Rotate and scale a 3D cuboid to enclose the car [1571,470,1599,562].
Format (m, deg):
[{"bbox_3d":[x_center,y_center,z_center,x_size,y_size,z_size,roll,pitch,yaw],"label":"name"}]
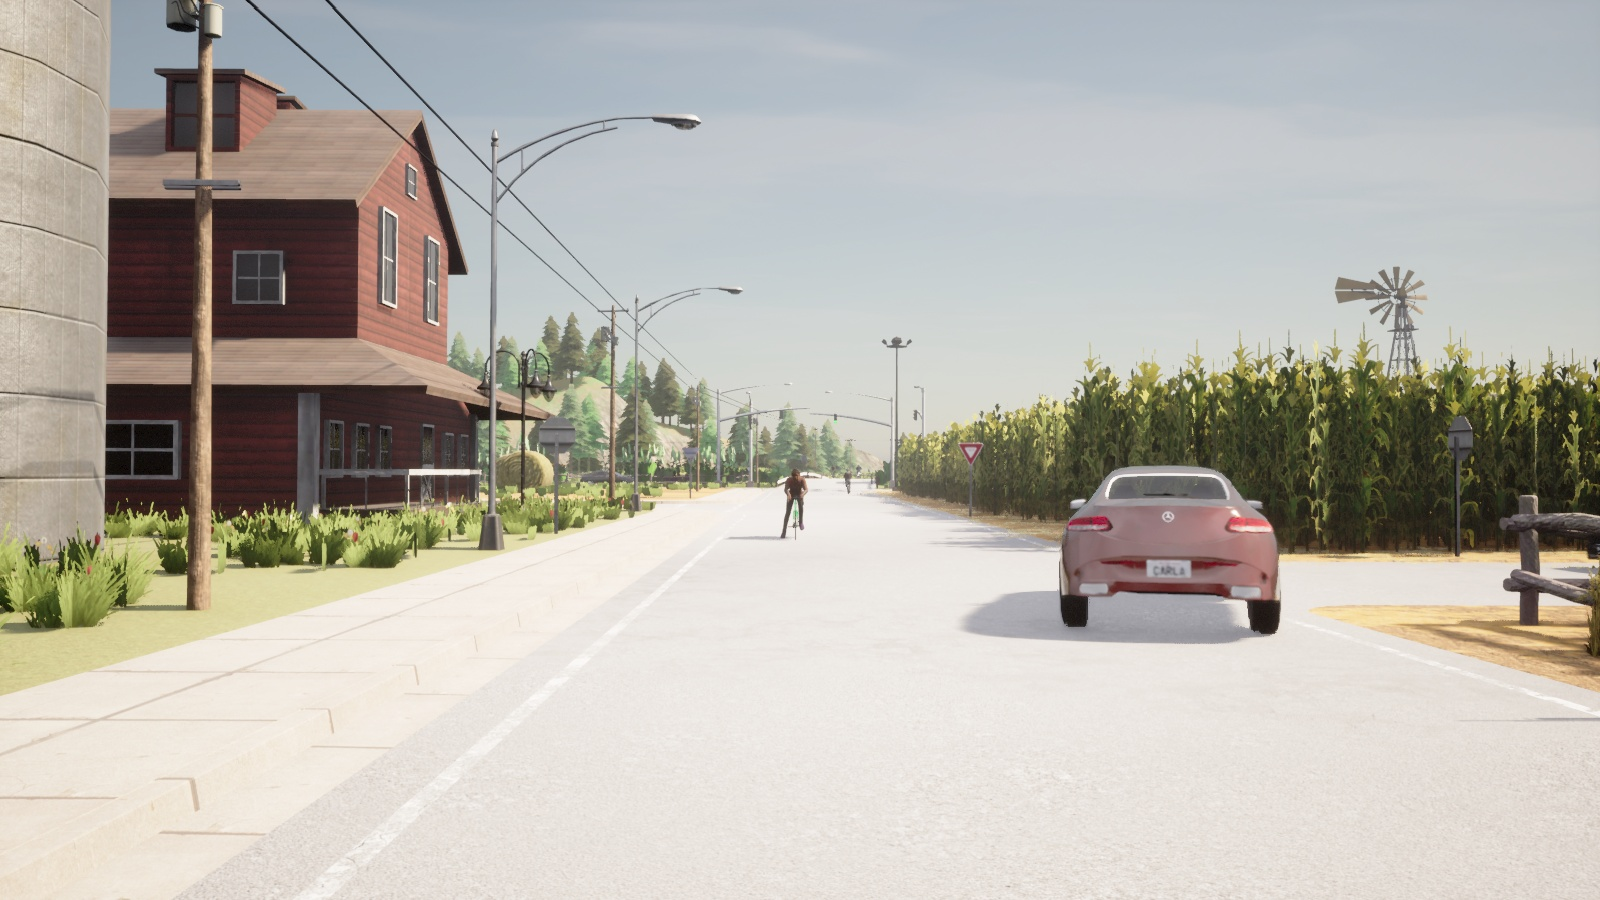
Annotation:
[{"bbox_3d":[14.819,1.056,20.048,3.806,1.475,1.970,0,-1,0],"label":"car"}]

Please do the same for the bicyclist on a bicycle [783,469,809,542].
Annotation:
[{"bbox_3d":[-0.091,1.251,28.824,0.582,1.620,1.656,0,-1,0],"label":"bicyclist on a bicycle"}]

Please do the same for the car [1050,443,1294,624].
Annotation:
[{"bbox_3d":[4.136,0.813,14.130,2.152,1.651,5.027,-1,-1,16],"label":"car"}]
